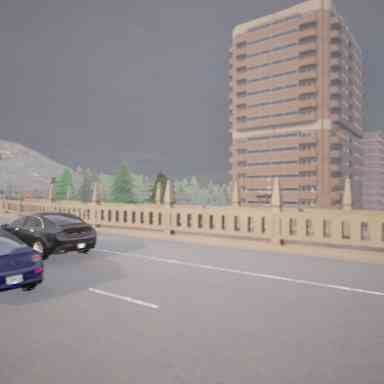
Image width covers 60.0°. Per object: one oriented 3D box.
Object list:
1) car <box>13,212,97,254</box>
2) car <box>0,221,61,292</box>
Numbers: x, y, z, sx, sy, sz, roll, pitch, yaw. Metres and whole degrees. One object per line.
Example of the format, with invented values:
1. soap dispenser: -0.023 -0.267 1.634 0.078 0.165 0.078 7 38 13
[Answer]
1. car: -5.566 1.504 12.321 4.892 1.490 1.837 0 0 36
2. car: -5.298 1.525 7.790 4.674 1.442 1.812 0 0 36
